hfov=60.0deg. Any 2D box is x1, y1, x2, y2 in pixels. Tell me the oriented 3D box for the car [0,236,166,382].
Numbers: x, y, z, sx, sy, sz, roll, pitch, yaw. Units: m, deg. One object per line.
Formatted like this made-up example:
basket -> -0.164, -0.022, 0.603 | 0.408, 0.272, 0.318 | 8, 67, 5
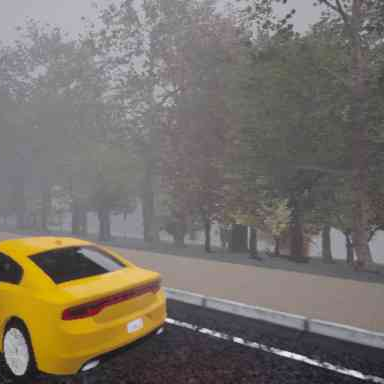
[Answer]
car -> -2.713, 1.495, 5.561 | 5.008, 1.535, 1.882 | 0, 0, 36
